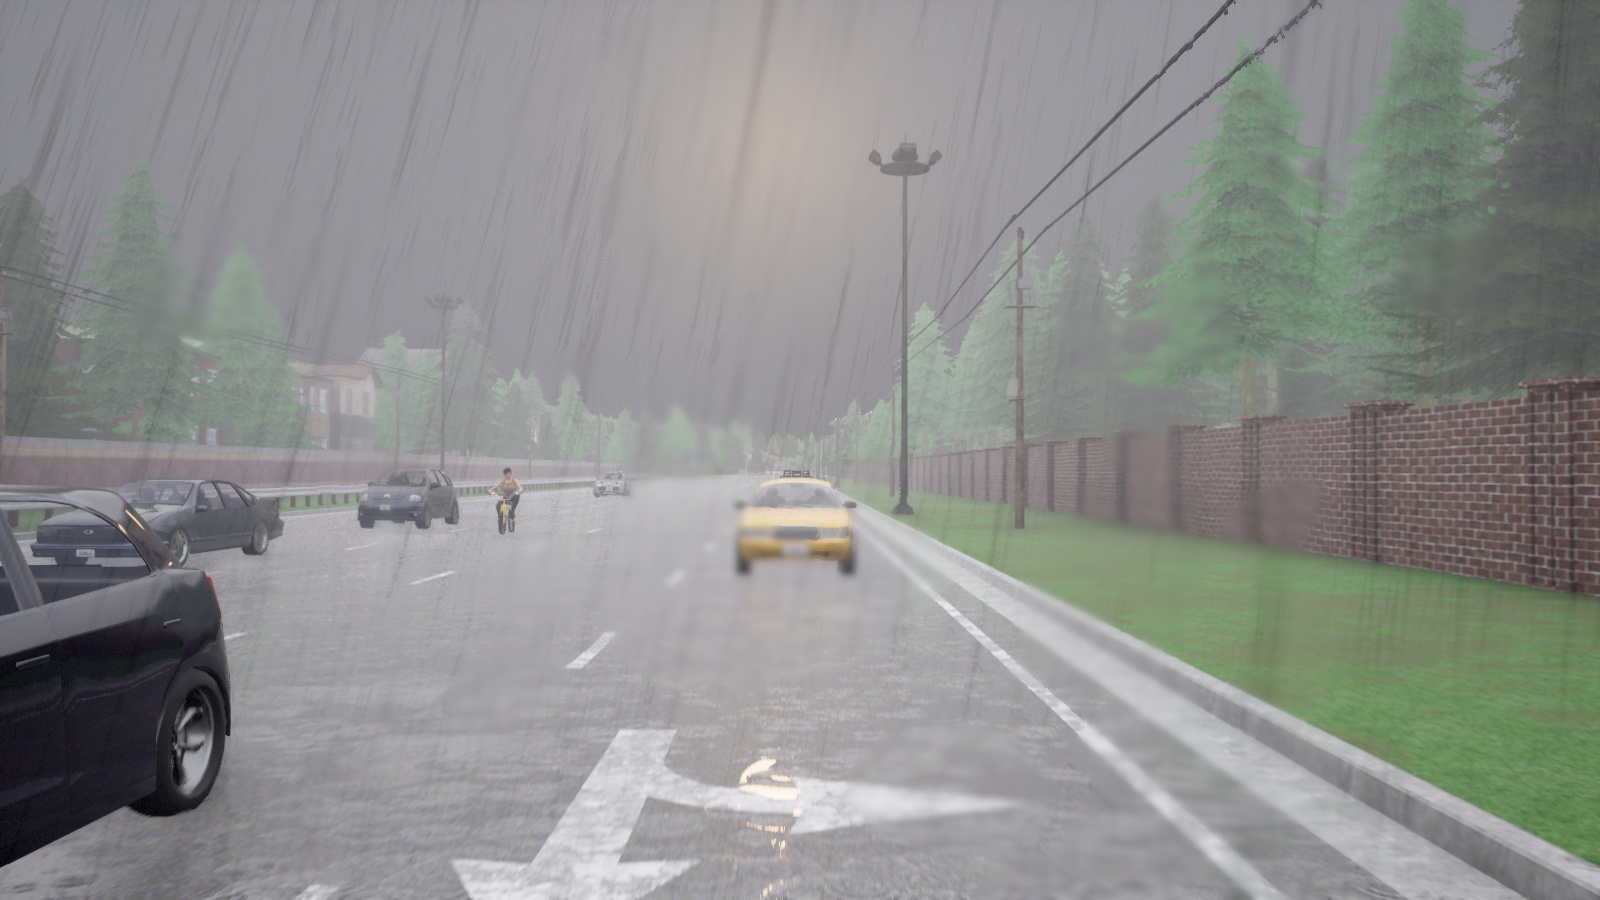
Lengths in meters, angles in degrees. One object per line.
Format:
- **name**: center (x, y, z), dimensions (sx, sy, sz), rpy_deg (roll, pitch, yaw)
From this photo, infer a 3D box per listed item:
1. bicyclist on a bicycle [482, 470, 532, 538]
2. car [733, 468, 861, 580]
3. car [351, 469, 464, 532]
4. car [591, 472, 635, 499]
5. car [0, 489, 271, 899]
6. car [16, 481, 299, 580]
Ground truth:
- **bicyclist on a bicycle**: center (-7.073, 1.288, 30.348), dimensions (0.866, 1.612, 1.509), rpy_deg (0, -1, 0)
- **car**: center (-0.049, 1.096, 20.448), dimensions (1.801, 1.575, 5.366), rpy_deg (0, -1, 0)
- **car**: center (-10.582, 1.327, 34.161), dimensions (1.851, 1.617, 3.988), rpy_deg (0, -1, 0)
- **car**: center (-10.673, 2.028, 72.025), dimensions (1.970, 1.475, 3.806), rpy_deg (0, -1, 0)
- **car**: center (-3.510, 0.915, 4.324), dimensions (1.845, 1.501, 3.633), rpy_deg (0, -1, 0)
- **car**: center (-10.551, 1.259, 21.210), dimensions (2.033, 1.411, 5.357), rpy_deg (0, -1, 0)
